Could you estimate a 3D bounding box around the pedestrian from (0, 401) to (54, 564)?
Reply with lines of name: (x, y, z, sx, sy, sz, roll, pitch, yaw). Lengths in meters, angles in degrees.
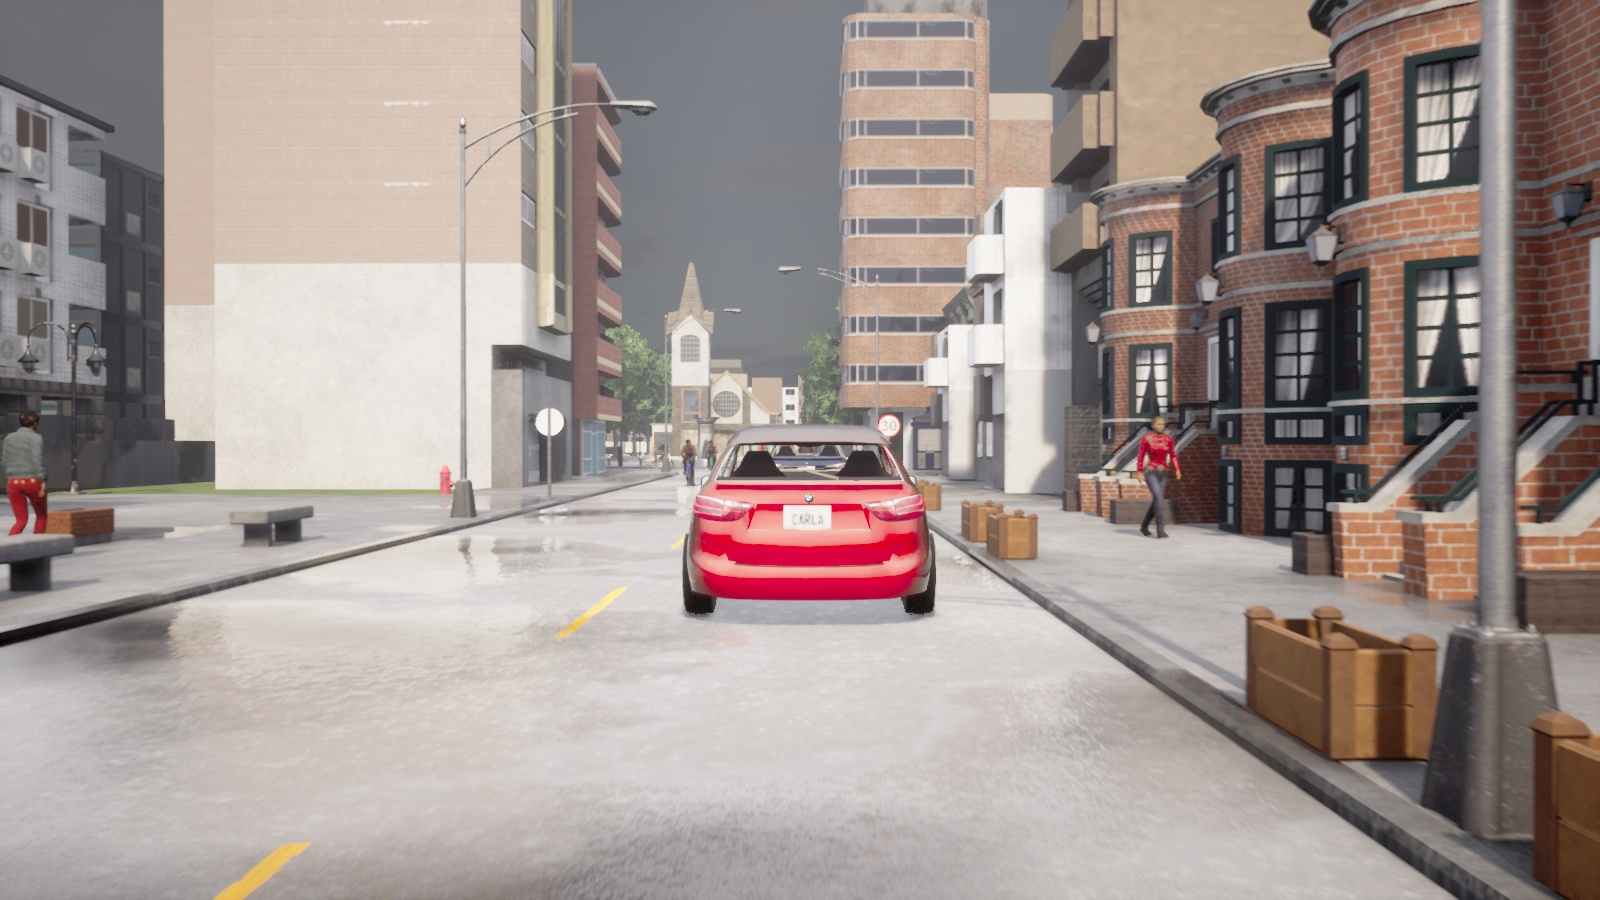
pedestrian: (-8.997, 0.367, 14.525, 0.353, 1.847, 0.614, 0, 0, 2)

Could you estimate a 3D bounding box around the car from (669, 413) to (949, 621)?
car: (0.086, 0.521, 12.369, 2.242, 1.667, 4.611, 0, 0, 0)

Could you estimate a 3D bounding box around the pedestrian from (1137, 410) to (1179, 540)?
pedestrian: (5.168, 0.358, 18.141, 0.331, 1.846, 0.636, 0, 0, -10)
